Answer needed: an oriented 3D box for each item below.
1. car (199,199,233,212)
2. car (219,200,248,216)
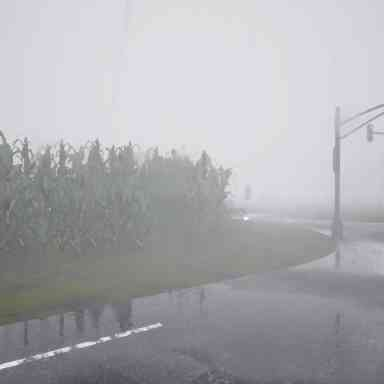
[{"bbox_3d":[2.720,1.585,39.496,1.895,1.301,4.718,1,0,-26],"label":"car"},{"bbox_3d":[3.143,1.501,31.939,2.033,1.411,5.357,1,0,-26],"label":"car"}]
